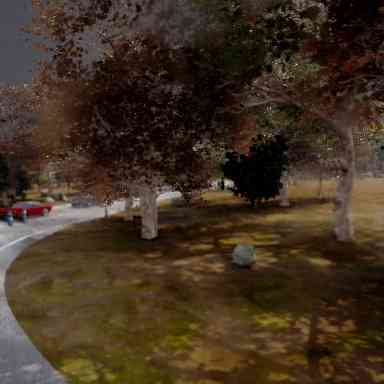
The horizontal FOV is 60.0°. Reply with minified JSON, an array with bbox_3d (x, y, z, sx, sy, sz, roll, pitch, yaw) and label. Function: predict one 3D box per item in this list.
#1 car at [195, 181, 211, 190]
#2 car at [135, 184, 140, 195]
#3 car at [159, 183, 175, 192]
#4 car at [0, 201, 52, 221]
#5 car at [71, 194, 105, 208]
[{"bbox_3d":[2.705,-1.752,69.343,2.128,1.511,4.902,0,4,16],"label":"car"},{"bbox_3d":[-8.681,-0.149,46.503,2.150,2.045,5.566,0,4,17],"label":"car"},{"bbox_3d":[-4.268,-0.963,59.610,2.097,1.767,4.553,0,4,20],"label":"car"},{"bbox_3d":[-13.380,1.472,26.640,1.895,1.301,4.718,0,2,9],"label":"car"},{"bbox_3d":[-11.363,0.822,36.632,1.837,1.490,4.892,0,4,14],"label":"car"}]
